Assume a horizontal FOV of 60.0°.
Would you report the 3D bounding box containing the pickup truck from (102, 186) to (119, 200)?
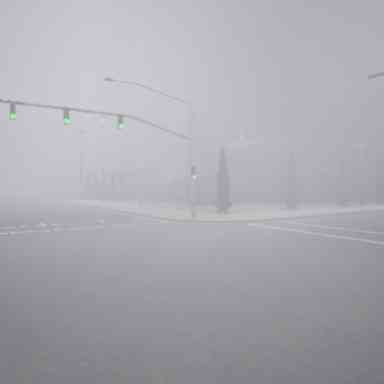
[{"bbox_3d":[-12.695,0.108,53.686,2.390,2.098,6.274,0,1,-2],"label":"pickup truck"}]
